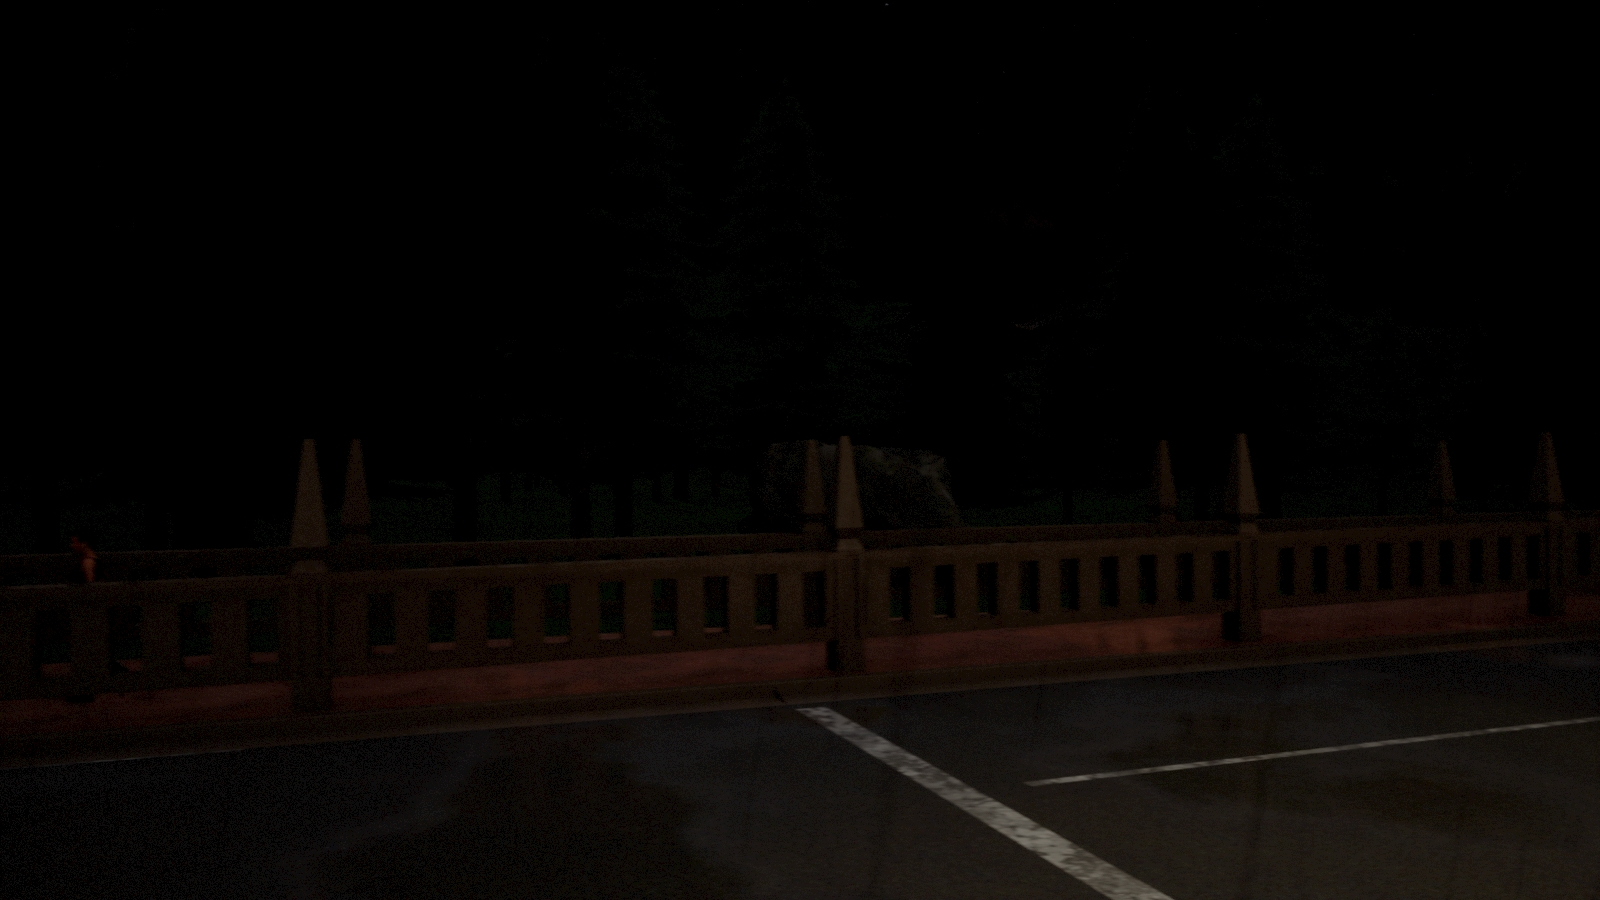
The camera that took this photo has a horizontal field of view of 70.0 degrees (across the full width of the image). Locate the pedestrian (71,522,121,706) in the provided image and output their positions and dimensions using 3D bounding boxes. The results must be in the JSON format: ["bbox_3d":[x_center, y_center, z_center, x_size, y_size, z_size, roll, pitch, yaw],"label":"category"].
[{"bbox_3d":[-7.349,1.694,11.939,0.375,1.860,0.375,0,0,-20],"label":"pedestrian"}]
